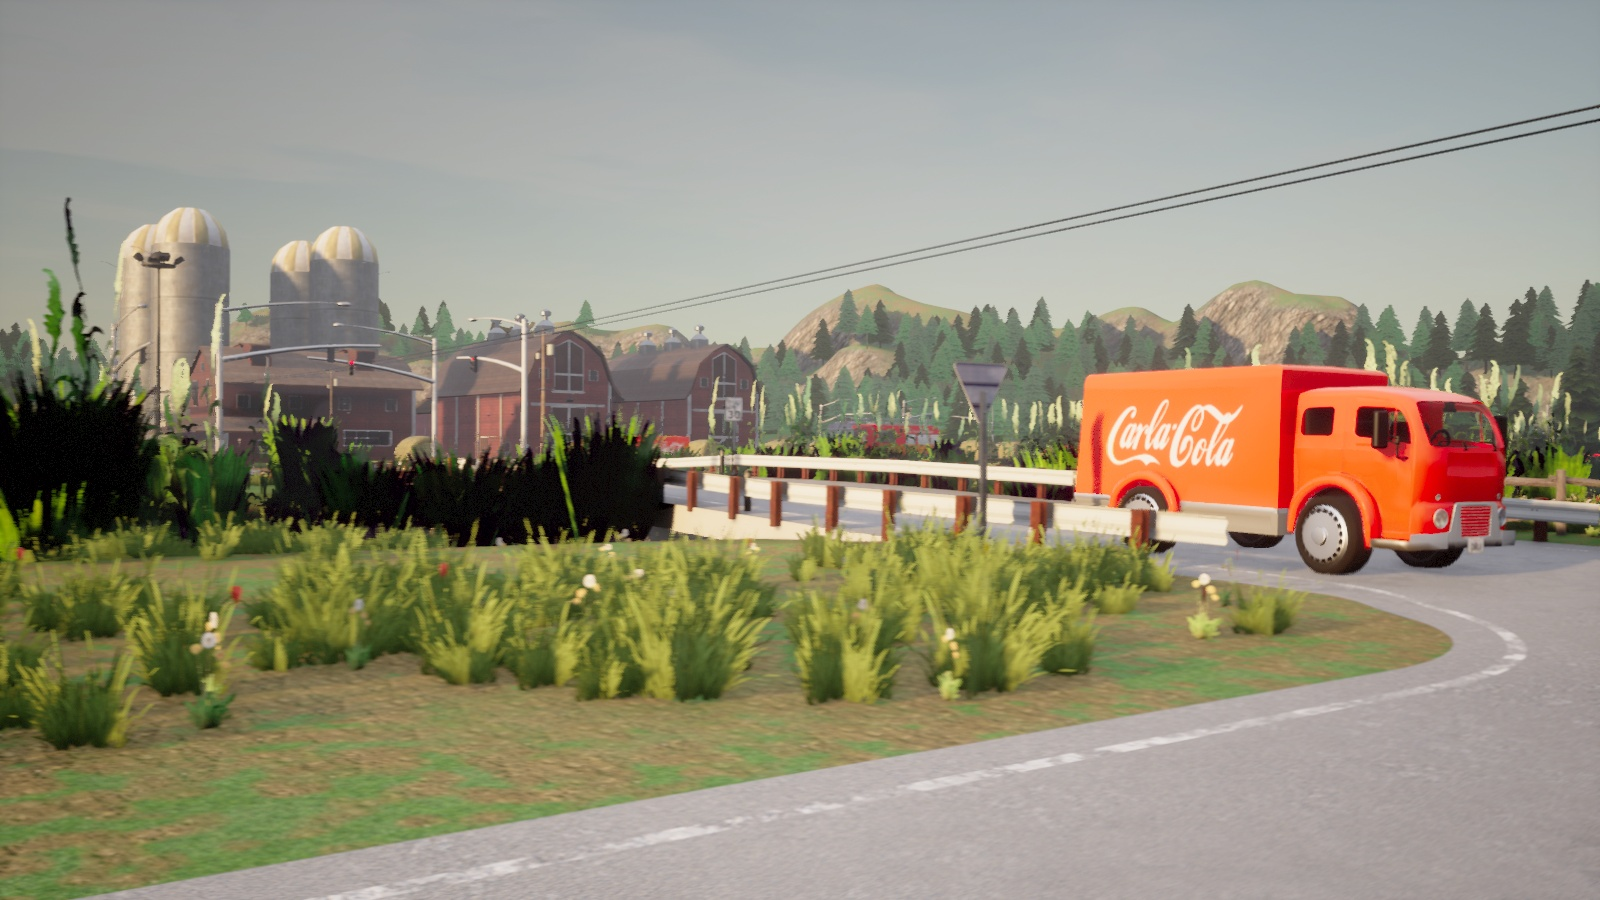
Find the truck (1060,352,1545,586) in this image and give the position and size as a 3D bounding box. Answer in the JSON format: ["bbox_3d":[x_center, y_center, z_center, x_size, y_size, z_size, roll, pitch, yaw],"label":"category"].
[{"bbox_3d":[6.144,0.157,16.111,2.627,2.467,5.204,0,1,-31],"label":"truck"}]

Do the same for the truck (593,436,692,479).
[{"bbox_3d":[-9.349,0.410,74.661,5.204,2.467,2.627,0,0,-38],"label":"truck"}]

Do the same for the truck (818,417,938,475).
[{"bbox_3d":[5.421,-0.274,86.184,8.468,3.827,2.891,0,0,-38],"label":"truck"}]
